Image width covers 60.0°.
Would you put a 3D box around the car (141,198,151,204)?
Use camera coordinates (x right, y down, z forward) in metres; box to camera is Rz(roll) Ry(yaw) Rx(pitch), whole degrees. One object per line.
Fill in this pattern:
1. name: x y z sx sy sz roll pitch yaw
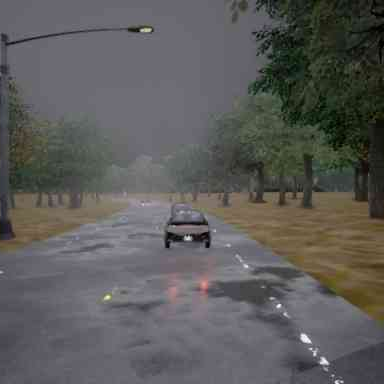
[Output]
1. car: -10.471 1.934 75.194 1.994 1.385 4.181 0 -1 -10

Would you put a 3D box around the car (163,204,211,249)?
1. car: -0.227 1.516 14.682 2.128 1.511 4.902 0 0 -2

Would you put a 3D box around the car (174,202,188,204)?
1. car: -1.018 1.632 29.729 2.033 1.411 5.357 0 0 -4
